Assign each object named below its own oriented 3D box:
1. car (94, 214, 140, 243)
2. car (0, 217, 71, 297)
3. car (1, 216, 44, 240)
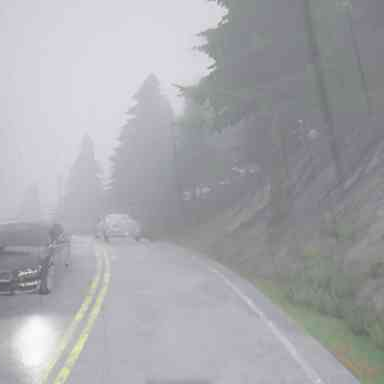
[{"bbox_3d":[-4.195,1.966,18.497,1.812,1.442,4.674,2,-5,-25],"label":"car"},{"bbox_3d":[-4.300,1.504,8.588,1.837,1.490,4.892,2,-1,-13],"label":"car"},{"bbox_3d":[-17.468,3.716,34.179,5.566,2.045,2.150,-11,-10,42],"label":"car"}]
